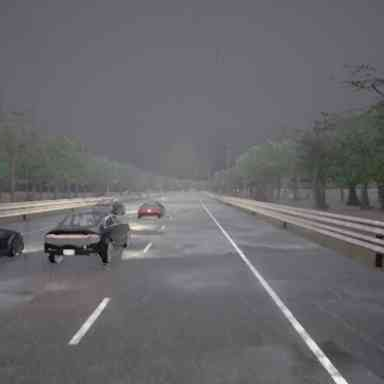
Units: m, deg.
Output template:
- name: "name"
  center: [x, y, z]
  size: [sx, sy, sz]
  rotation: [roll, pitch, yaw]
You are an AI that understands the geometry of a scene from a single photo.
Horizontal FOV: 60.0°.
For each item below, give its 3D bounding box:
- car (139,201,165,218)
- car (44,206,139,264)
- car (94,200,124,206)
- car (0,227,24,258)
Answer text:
- name: "car"
  center: [-3.400, 1.451, 28.508]
  size: [1.994, 1.385, 4.181]
  rotation: [0, 0, 0]
- name: "car"
  center: [-3.401, 1.444, 11.614]
  size: [2.128, 1.511, 4.902]
  rotation: [0, 0, 0]
- name: "car"
  center: [-6.903, 1.380, 27.909]
  size: [2.128, 1.511, 4.902]
  rotation: [0, 0, 0]
- name: "car"
  center: [-6.901, 1.523, 10.013]
  size: [1.994, 1.385, 4.181]
  rotation: [0, 0, 0]
